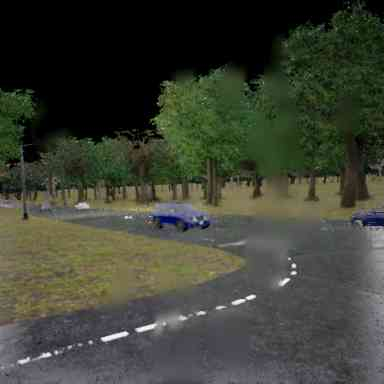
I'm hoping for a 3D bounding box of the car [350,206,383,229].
[{"bbox_3d":[11.701,1.440,19.411,1.812,1.442,4.674,-4,0,-36],"label":"car"}]

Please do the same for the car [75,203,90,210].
[{"bbox_3d":[-21.704,2.844,65.716,1.812,1.442,4.674,-4,1,-36],"label":"car"}]

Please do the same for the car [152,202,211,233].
[{"bbox_3d":[-0.984,1.816,24.987,2.150,2.045,5.566,-4,1,-36],"label":"car"}]

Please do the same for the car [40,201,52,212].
[{"bbox_3d":[-29.368,3.228,67.068,1.837,1.490,4.892,-4,1,-28],"label":"car"}]
